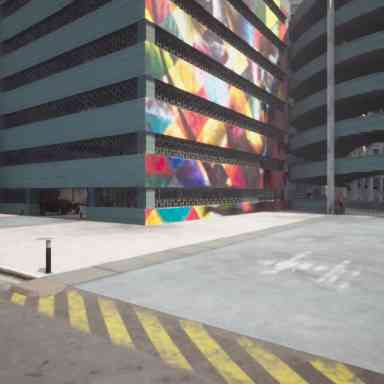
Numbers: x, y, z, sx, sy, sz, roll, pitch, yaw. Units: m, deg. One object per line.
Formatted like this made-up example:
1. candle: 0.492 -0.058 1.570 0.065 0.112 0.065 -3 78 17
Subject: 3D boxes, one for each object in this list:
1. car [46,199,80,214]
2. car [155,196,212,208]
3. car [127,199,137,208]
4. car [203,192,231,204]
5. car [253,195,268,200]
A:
1. car: -13.256 1.413 33.178 4.786 1.482 2.161 0 0 36
2. car: -0.974 1.320 29.317 4.674 1.452 2.002 0 0 36
3. car: -6.083 1.463 42.305 4.718 1.301 1.895 0 0 36
4. car: 4.147 1.028 57.740 5.566 2.045 2.435 0 0 36
5. car: 18.588 1.481 90.391 4.892 1.521 2.231 0 0 36
